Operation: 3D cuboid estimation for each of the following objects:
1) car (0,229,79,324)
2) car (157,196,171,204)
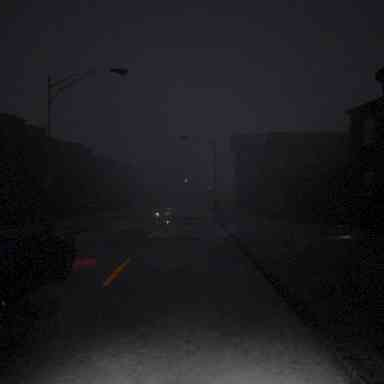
[{"bbox_3d":[-4.097,1.544,7.149,2.033,1.411,5.357,0,0,0],"label":"car"},{"bbox_3d":[-3.988,1.374,48.023,1.812,1.442,4.674,0,0,0],"label":"car"}]
